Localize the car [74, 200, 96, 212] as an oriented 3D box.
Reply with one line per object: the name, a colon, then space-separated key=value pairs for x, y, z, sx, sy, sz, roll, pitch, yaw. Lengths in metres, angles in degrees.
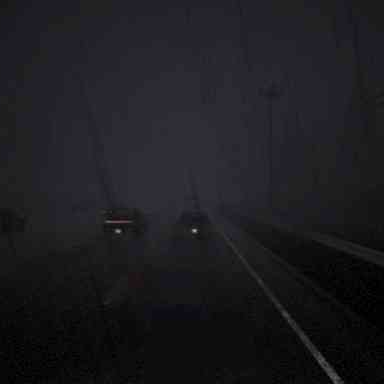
car: x=-13.897 y=1.790 z=43.620 sx=1.837 sy=1.490 sz=4.892 roll=0 pitch=0 yaw=0

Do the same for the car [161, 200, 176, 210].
car: x=-3.398 y=1.876 z=47.834 sx=1.994 sy=1.385 sz=4.181 roll=0 pitch=0 yaw=0

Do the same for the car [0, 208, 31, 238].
car: x=-10.397 y=1.622 z=17.654 sx=1.837 sy=1.490 sz=4.892 roll=0 pitch=0 yaw=0

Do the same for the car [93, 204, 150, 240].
car: x=-3.398 y=1.609 z=17.743 sx=2.128 sy=1.511 sz=4.902 roll=0 pitch=0 yaw=0

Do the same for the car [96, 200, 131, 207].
car: x=-6.896 y=1.749 z=30.783 sx=2.033 sy=1.411 sz=5.357 roll=0 pitch=0 yaw=0

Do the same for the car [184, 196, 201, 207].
car: x=0.103 y=1.519 z=45.405 sx=2.150 sy=2.045 sz=5.566 roll=0 pitch=0 yaw=0

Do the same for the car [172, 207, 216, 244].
car: x=0.104 y=1.672 z=16.452 sx=1.994 sy=1.385 sz=4.181 roll=0 pitch=0 yaw=0
